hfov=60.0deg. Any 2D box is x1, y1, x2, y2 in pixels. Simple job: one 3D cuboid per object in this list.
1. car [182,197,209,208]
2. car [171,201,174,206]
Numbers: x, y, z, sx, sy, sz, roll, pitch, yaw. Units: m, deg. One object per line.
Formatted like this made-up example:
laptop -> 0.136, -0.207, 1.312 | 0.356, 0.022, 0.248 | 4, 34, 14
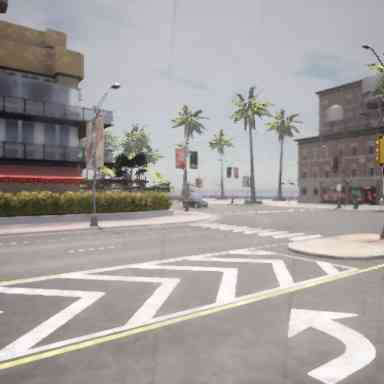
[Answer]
car -> 0.452, 1.514, 47.861 | 1.837, 1.490, 4.892 | 0, 0, -35
car -> -4.813, 1.535, 55.402 | 1.812, 1.442, 4.674 | 0, 0, -35
